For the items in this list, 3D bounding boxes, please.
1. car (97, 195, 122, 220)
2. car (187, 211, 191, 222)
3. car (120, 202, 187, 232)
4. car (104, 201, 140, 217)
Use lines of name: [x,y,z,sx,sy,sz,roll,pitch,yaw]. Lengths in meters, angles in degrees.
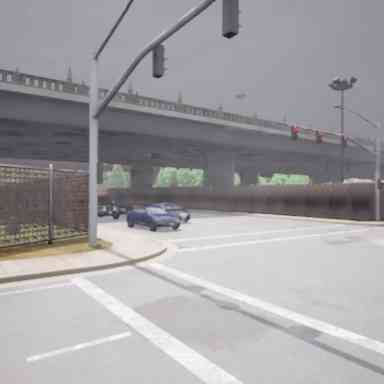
car: [-8.279,1.334,29.350,2.150,2.045,5.566,0,0,-36]
car: [-2.021,1.624,26.608,2.128,1.511,4.902,0,0,-36]
car: [-2.623,1.639,21.468,1.812,1.442,4.674,0,0,-38]
car: [-7.196,1.697,33.860,1.994,1.385,4.181,0,0,-36]
